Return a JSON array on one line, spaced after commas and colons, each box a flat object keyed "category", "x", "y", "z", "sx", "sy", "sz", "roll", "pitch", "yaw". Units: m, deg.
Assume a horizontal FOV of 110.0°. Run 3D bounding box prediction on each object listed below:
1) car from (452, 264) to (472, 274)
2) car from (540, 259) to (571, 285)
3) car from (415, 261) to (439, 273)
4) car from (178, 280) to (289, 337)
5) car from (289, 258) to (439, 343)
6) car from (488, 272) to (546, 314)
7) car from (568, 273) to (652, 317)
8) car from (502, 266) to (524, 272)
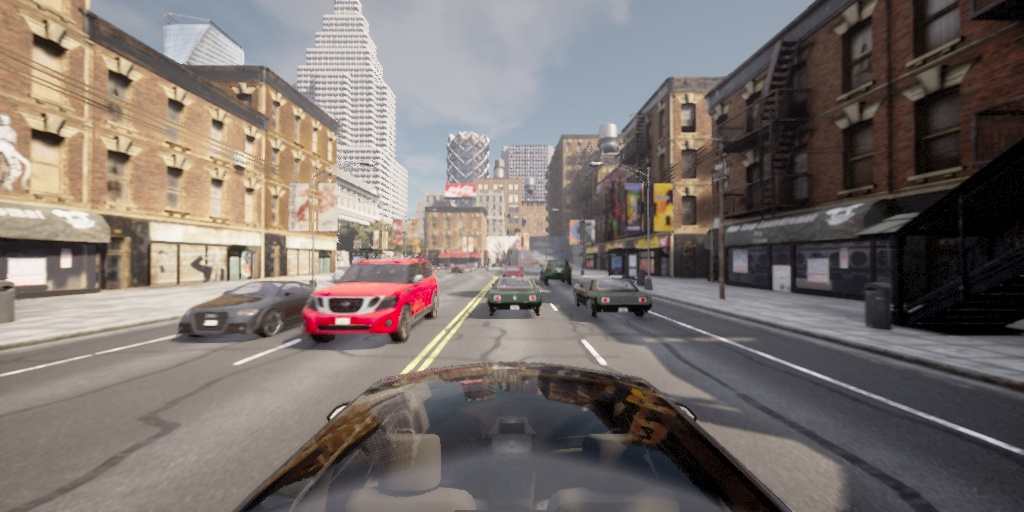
[{"category": "car", "x": -7.424, "y": 1.840, "z": 52.794, "sx": 1.812, "sy": 1.442, "sz": 4.674, "roll": 0, "pitch": -1, "yaw": -27}, {"category": "car", "x": 3.605, "y": 1.284, "z": 30.085, "sx": 2.150, "sy": 2.045, "sz": 5.566, "roll": 0, "pitch": -1, "yaw": 0}, {"category": "car", "x": -13.298, "y": 1.700, "z": 55.906, "sx": 2.097, "sy": 1.767, "sz": 4.553, "roll": 0, "pitch": -1, "yaw": -36}, {"category": "car", "x": -7.099, "y": 1.411, "z": 10.442, "sx": 1.994, "sy": 1.385, "sz": 4.181, "roll": 0, "pitch": -1, "yaw": 0}, {"category": "car", "x": -3.600, "y": 1.067, "z": 10.393, "sx": 2.150, "sy": 2.045, "sz": 5.566, "roll": 0, "pitch": -1, "yaw": 0}, {"category": "car", "x": 0.103, "y": 1.491, "z": 14.421, "sx": 1.895, "sy": 1.301, "sz": 4.718, "roll": 0, "pitch": -1, "yaw": 0}, {"category": "car", "x": 3.601, "y": 1.484, "z": 13.809, "sx": 1.895, "sy": 1.301, "sz": 4.718, "roll": 0, "pitch": -1, "yaw": 0}, {"category": "car", "x": 0.105, "y": 1.611, "z": 32.070, "sx": 1.812, "sy": 1.442, "sz": 4.674, "roll": 0, "pitch": -1, "yaw": 0}]
